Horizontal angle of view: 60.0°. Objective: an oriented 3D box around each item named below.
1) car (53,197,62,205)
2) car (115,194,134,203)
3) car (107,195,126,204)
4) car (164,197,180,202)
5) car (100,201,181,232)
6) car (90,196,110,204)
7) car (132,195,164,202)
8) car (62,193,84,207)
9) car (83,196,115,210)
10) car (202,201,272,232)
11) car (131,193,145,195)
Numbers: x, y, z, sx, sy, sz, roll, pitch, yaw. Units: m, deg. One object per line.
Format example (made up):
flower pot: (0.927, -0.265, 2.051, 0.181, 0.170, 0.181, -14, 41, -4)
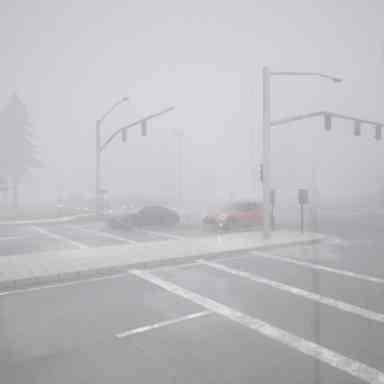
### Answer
car: (-23.411, 1.561, 59.244, 1.994, 1.385, 4.181, 0, 0, -34)
car: (-11.495, 1.500, 54.361, 1.837, 1.490, 4.892, 0, 0, -35)
car: (-14.795, 1.472, 65.274, 1.882, 1.535, 5.008, 0, 0, -34)
car: (-3.472, 1.499, 48.997, 1.837, 1.490, 4.892, 0, 0, -35)
car: (-2.885, 1.524, 20.282, 4.674, 1.442, 1.812, 0, 0, -35)
car: (-17.346, 1.487, 62.786, 2.128, 1.511, 4.902, 0, 0, -35)
car: (-6.255, 1.500, 46.869, 1.837, 1.490, 4.892, 0, 0, -35)
car: (-17.717, 1.218, 51.024, 2.150, 2.045, 5.566, 0, 0, -35)
car: (-12.056, 1.502, 42.947, 1.837, 1.490, 4.892, 0, 0, -35)
car: (2.788, 1.349, 19.960, 4.553, 1.767, 2.097, 0, 0, -35)
car: (-9.009, 1.217, 56.921, 2.150, 2.045, 5.566, 0, 0, -35)
